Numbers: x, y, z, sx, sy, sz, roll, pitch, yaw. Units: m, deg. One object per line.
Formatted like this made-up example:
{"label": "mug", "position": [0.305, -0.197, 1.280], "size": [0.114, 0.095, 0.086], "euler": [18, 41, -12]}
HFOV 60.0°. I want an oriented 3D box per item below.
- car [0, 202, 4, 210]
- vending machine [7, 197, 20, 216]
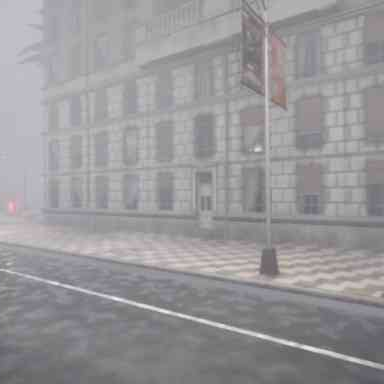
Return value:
{"label": "car", "position": [-33.171, 2.165, 54.304], "size": [2.128, 1.511, 4.902], "euler": [-1, 0, 19]}
{"label": "vending machine", "position": [-20.511, 1.643, 38.146], "size": [1.100, 2.100, 0.880], "euler": [0, 0, -11]}
